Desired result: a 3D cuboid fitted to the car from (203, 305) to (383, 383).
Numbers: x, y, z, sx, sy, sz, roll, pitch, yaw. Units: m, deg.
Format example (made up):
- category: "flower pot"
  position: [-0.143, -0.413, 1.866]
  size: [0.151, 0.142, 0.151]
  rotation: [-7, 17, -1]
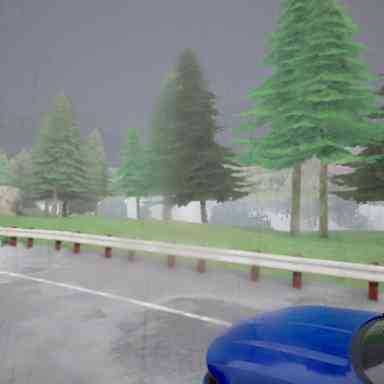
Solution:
- category: "car"
  position: [2.369, 1.467, 2.024]
  size: [5.008, 1.535, 1.882]
  rotation: [0, 0, 36]
